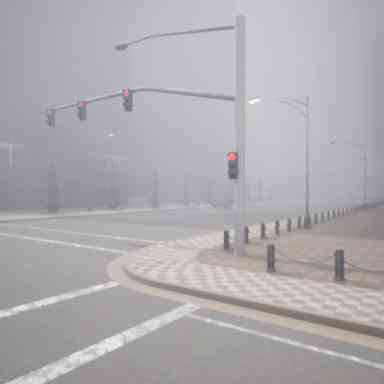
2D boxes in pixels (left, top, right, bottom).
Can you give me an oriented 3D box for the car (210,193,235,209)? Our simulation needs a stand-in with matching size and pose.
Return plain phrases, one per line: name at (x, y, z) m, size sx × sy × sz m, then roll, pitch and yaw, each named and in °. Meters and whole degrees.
car at (4.641, 1.151, 44.104) m, size 2.150 × 2.045 × 5.566 m, roll 0°, pitch 0°, yaw 36°
